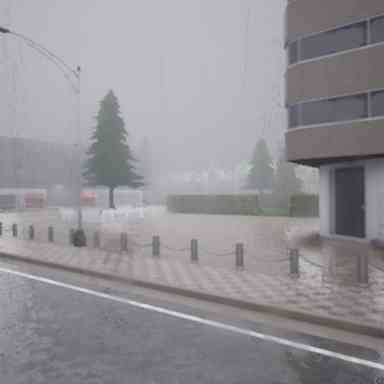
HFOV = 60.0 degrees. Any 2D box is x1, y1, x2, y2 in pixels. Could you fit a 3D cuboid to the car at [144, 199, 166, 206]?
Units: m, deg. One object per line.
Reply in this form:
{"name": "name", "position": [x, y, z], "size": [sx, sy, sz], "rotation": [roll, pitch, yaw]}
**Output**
{"name": "car", "position": [-7.135, 2.003, 65.972], "size": [2.033, 1.411, 5.357], "rotation": [-1, 0, 36]}
